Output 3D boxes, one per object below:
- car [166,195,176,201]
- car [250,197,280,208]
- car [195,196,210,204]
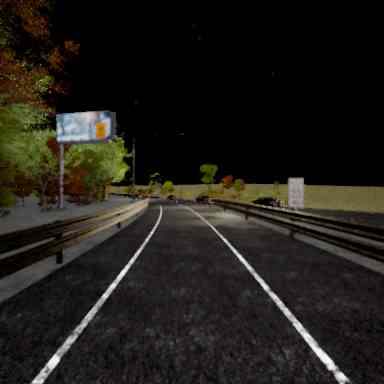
[{"bbox_3d":[-5.375,1.508,86.292,1.812,1.442,4.674,0,0,-18],"label":"car"},{"bbox_3d":[9.036,1.364,41.450,1.882,1.535,5.008,0,0,-18],"label":"car"},{"bbox_3d":[1.989,1.447,63.375,1.837,1.490,4.892,0,0,-18],"label":"car"}]
